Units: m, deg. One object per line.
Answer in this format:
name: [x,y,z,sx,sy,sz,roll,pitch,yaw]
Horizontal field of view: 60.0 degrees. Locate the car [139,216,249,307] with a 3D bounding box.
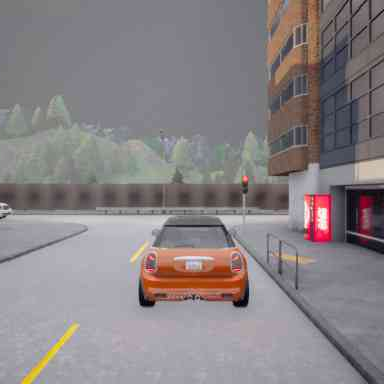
car: [0.045,1.352,8.155,2.097,1.767,4.553,0,0,0]

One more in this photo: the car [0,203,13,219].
car: [-17.367,1.220,26.441,5.566,2.045,2.150,0,0,1]
